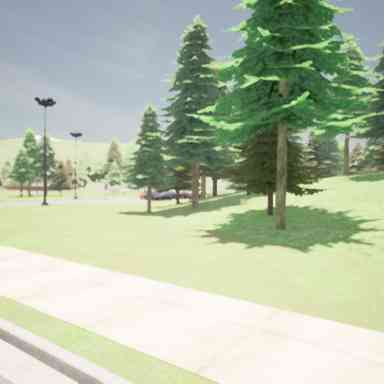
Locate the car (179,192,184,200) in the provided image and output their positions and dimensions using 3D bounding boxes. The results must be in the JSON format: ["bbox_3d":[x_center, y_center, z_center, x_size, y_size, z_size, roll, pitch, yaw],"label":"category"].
[{"bbox_3d":[-1.816,0.760,69.646,1.882,1.535,5.008,1,1,36],"label":"car"}]

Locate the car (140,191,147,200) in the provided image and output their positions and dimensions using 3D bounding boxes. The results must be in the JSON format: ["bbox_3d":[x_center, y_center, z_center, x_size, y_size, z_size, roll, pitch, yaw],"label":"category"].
[{"bbox_3d":[-6.882,0.642,62.657,2.097,1.767,4.553,1,1,37],"label":"car"}]

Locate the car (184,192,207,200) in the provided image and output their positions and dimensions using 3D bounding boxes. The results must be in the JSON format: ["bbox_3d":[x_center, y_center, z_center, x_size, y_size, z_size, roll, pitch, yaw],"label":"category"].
[{"bbox_3d":[1.021,0.952,67.600,1.895,1.301,4.718,1,1,36],"label":"car"}]

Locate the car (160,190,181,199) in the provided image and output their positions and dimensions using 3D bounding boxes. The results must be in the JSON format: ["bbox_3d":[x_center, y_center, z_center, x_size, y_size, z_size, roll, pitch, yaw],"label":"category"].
[{"bbox_3d":[-4.653,0.578,71.691,2.097,1.767,4.553,1,1,36],"label":"car"}]

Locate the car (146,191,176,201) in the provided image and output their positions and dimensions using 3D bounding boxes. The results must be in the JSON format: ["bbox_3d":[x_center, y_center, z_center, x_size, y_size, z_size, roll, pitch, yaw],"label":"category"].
[{"bbox_3d":[-5.280,0.950,58.939,1.895,1.301,4.718,1,1,37],"label":"car"}]
